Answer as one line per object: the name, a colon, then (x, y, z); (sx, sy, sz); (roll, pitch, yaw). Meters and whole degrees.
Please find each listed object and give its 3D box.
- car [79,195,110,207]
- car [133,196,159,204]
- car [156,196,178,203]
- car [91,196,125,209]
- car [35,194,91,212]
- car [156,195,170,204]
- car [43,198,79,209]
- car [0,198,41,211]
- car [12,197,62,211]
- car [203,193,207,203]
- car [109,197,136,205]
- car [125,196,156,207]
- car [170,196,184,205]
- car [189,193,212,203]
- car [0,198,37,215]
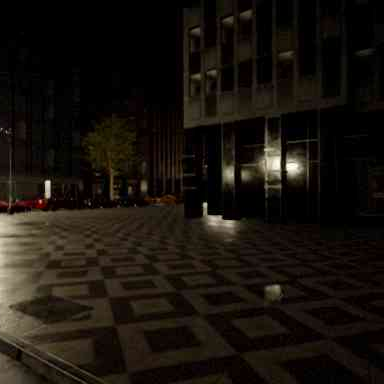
car: (-14.375, 1.299, 49.327); (1.967, 1.590, 4.097); (0, 0, 35)
car: (-8.051, 1.358, 58.460); (1.752, 1.417, 4.829); (0, 0, 35)
car: (-4.743, 1.387, 63.238); (1.947, 1.339, 4.313); (0, 0, 35)
car: (-10.577, 1.379, 39.835); (1.947, 1.339, 4.313); (0, 0, 35)
car: (-13.788, 1.145, 35.199); (2.192, 1.841, 5.009); (0, 0, 35)
car: (-4.881, 1.286, 58.066); (1.882, 1.535, 5.008); (-1, 0, 35)
car: (-17.584, 1.457, 44.691); (1.802, 1.307, 4.206); (0, 0, 35)
car: (-20.794, 1.457, 40.054); (1.947, 1.339, 4.313); (0, 0, 35)
car: (-18.109, 1.347, 39.091); (1.882, 1.535, 5.008); (-1, 0, 35)
car: (2.260, 1.074, 58.380); (2.192, 1.841, 5.009); (0, 0, 35)
car: (-11.164, 1.427, 53.964); (1.802, 1.307, 4.206); (0, 0, 35)
car: (-7.368, 1.363, 44.470); (1.947, 1.339, 4.313); (0, 0, 35)
car: (-0.949, 1.315, 53.743); (1.887, 1.381, 4.507); (0, 0, 35)
car: (1.660, 1.129, 62.044); (2.097, 1.767, 4.553); (-1, 0, 35)
car: (-16.996, 1.431, 30.563); (1.802, 1.307, 4.206); (0, 0, 35)
